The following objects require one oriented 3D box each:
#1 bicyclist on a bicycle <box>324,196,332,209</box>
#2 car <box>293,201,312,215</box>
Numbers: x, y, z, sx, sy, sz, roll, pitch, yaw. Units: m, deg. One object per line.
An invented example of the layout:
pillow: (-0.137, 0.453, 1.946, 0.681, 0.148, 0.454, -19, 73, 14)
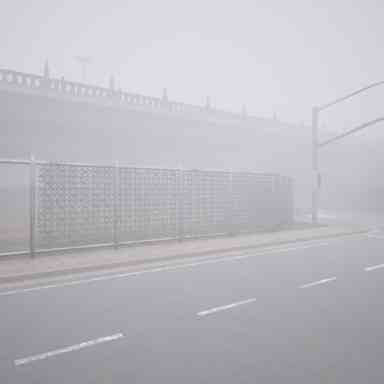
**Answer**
bicyclist on a bicycle: (17.734, 1.356, 43.314, 1.656, 1.620, 0.582, 0, 0, -36)
car: (10.462, 1.619, 34.610, 1.994, 1.385, 4.181, 0, 0, -36)
